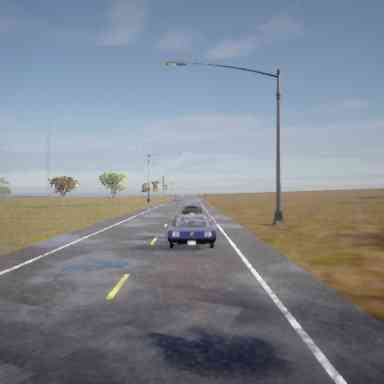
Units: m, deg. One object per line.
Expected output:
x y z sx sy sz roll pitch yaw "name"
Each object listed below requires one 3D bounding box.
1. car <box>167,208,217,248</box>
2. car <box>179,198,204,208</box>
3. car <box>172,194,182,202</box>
0.001 1.617 14.681 1.895 1.301 4.718 0 0 0 "car"
0.001 1.520 29.652 1.837 1.490 4.892 0 0 0 "car"
-3.499 1.325 76.781 2.097 1.767 4.553 0 0 0 "car"
